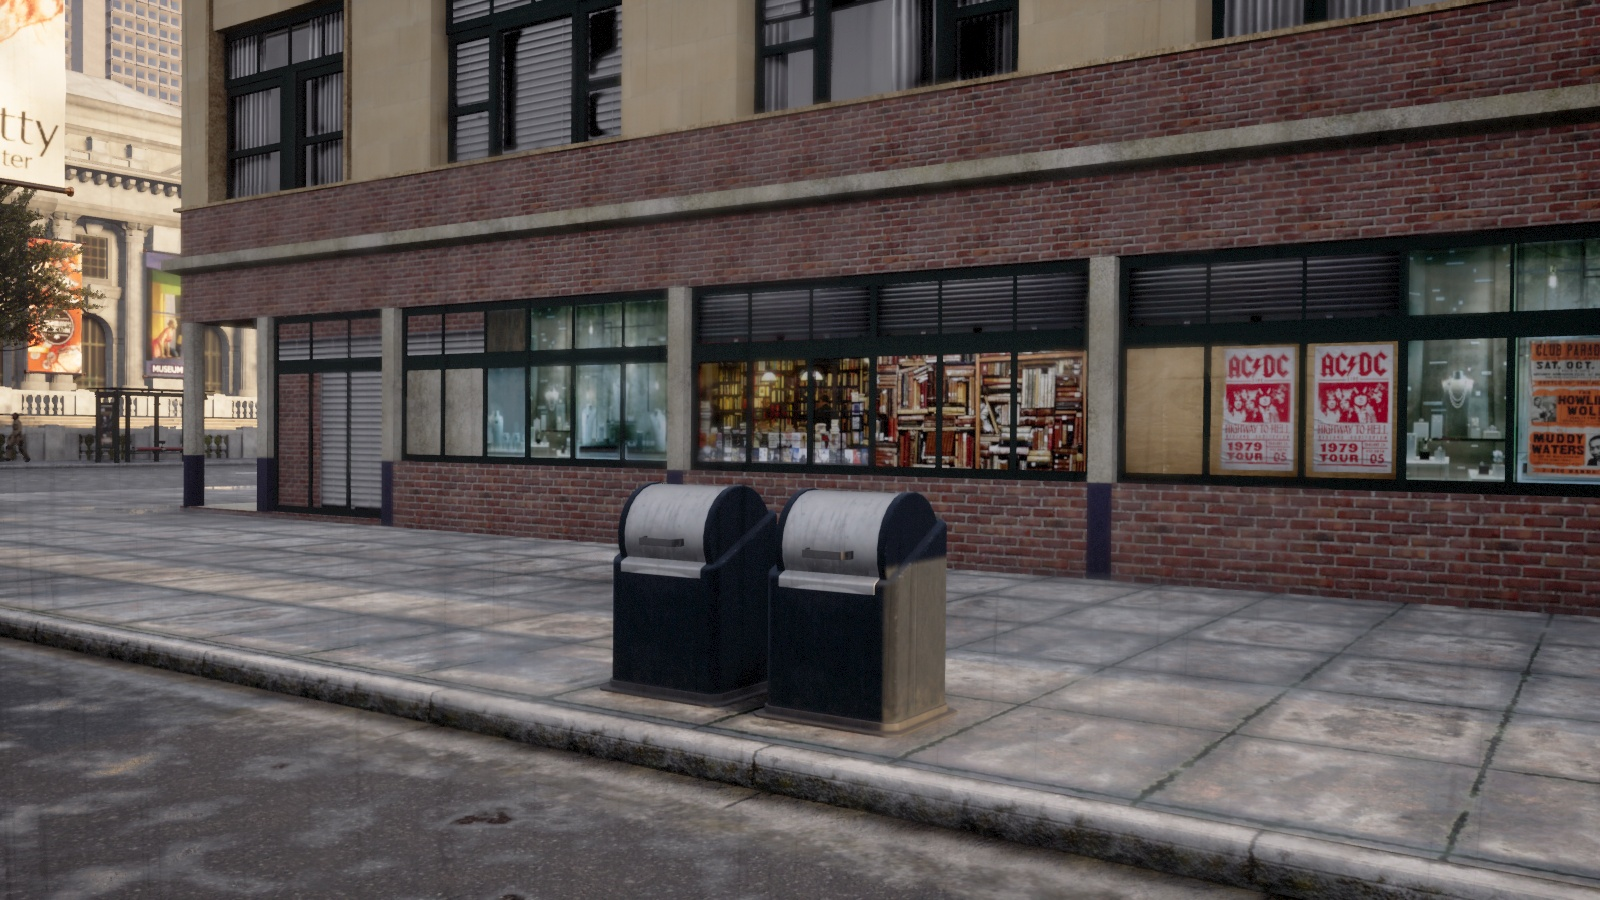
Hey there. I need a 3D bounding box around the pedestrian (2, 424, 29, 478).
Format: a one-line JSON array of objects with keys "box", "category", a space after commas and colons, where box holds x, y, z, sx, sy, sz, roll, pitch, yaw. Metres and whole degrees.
[{"box": [-28.248, 0.026, 45.222, 0.396, 1.930, 0.692, 0, 1, 26], "category": "pedestrian"}]
